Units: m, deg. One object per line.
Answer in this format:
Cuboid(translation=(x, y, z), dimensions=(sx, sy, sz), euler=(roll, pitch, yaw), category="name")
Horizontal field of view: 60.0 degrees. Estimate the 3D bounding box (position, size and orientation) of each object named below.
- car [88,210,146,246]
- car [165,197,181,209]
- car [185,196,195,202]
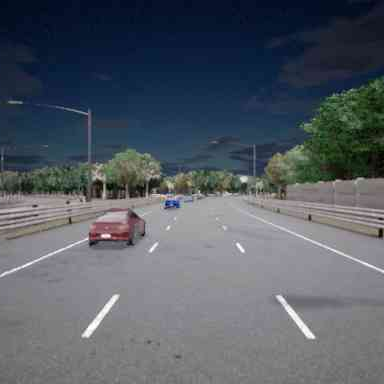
Cuboid(translation=(-3.282, 1.526, 15.106), dimensions=(1.812, 1.442, 4.674), euler=(0, 0, 1), category="car")
Cuboid(translation=(-2.620, 1.490, 46.534), dimensions=(1.882, 1.535, 5.008), euler=(0, 0, 3), category="car")
Cuboid(translation=(-0.496, 1.570, 73.656), dimensions=(2.033, 1.411, 5.357), euler=(0, 0, 7), category="car")
